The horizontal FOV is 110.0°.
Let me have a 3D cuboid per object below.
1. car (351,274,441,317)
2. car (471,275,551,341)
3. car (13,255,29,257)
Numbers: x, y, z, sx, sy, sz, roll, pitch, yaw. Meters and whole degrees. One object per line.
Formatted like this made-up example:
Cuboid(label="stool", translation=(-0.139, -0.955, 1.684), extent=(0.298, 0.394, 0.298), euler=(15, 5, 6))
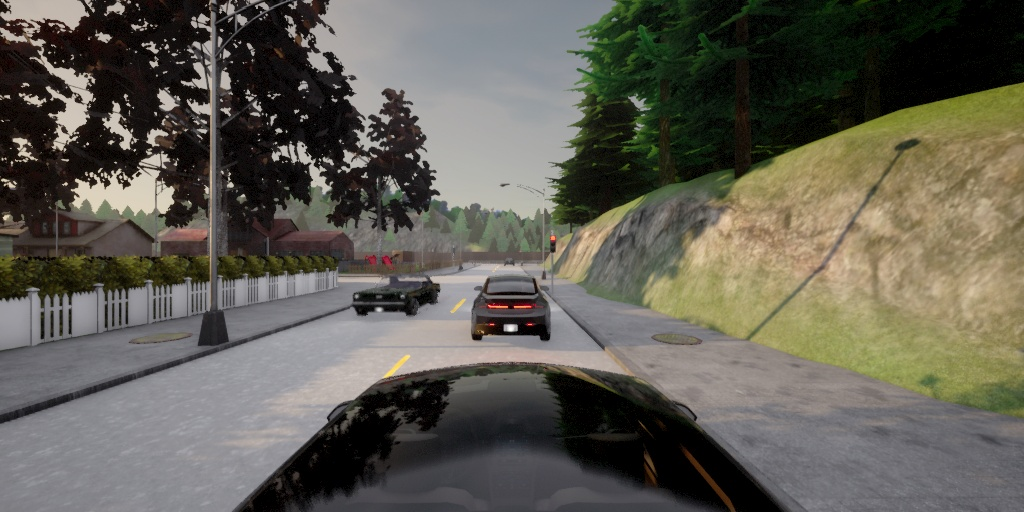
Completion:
Cuboid(label="car", translation=(-4.042, 1.351, 13.269), extent=(1.895, 1.301, 4.718), euler=(0, 0, 2))
Cuboid(label="car", translation=(-0.017, 1.255, 9.914), extent=(1.837, 1.490, 4.892), euler=(0, 0, 0))
Cuboid(label="car", translation=(-38.492, 0.970, 27.876), extent=(5.566, 2.045, 2.150), euler=(0, 0, 0))
